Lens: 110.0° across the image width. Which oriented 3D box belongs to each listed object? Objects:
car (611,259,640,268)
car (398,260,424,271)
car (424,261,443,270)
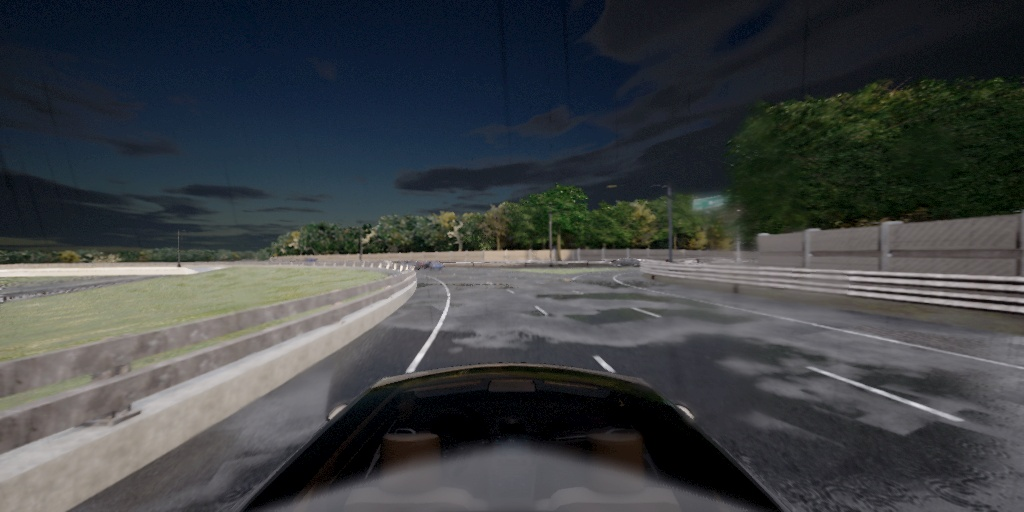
[{"bbox_3d":[19.263,1.181,61.016,4.902,1.511,2.128,-1,0,-8],"label":"car"},{"bbox_3d":[-15.664,1.578,55.337,1.994,1.385,4.181,-1,0,-32],"label":"car"},{"bbox_3d":[-12.635,1.535,57.088,2.033,1.411,5.357,-1,0,-32],"label":"car"}]
